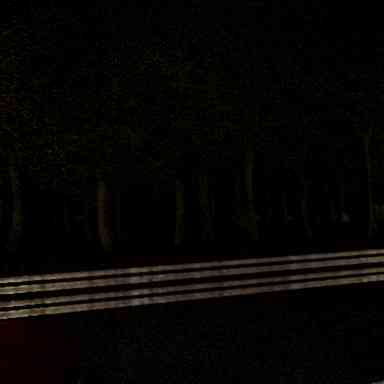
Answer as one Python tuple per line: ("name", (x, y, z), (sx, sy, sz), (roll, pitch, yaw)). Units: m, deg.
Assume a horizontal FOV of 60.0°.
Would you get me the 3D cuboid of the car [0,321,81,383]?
("car", (-3.552, 1.709, 2.734), (5.008, 1.535, 1.882), (-1, -3, -14))
